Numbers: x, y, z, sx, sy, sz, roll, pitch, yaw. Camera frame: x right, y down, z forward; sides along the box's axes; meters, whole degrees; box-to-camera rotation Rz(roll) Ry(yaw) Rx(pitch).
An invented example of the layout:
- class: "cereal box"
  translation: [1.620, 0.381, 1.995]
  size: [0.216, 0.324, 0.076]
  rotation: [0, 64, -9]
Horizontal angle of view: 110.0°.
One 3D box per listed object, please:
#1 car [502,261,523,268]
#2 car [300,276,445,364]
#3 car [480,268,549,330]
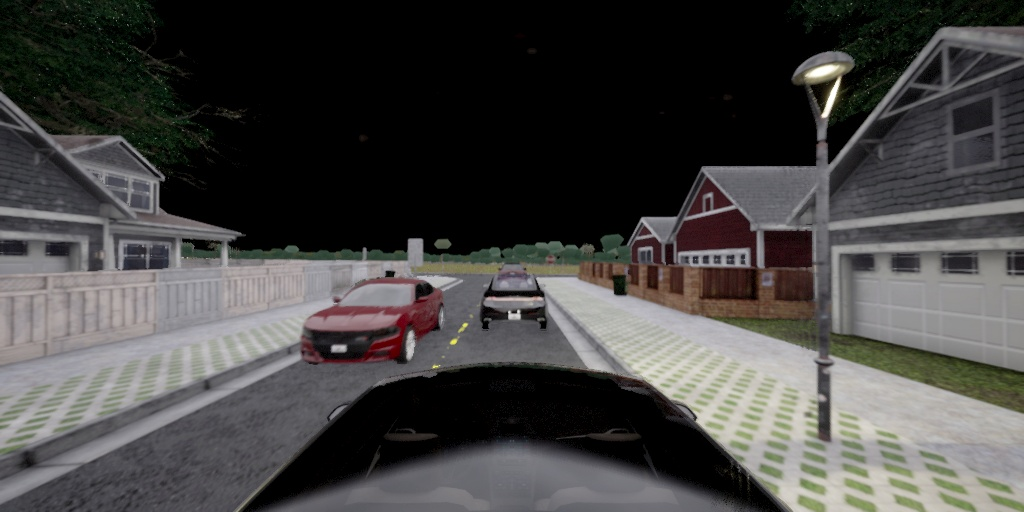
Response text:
- class: "car"
  translation: [0.034, 1.280, 26.667]
  size: [2.097, 1.767, 4.553]
  rotation: [0, 0, 0]
- class: "car"
  translation: [-2.860, 1.273, 8.423]
  size: [1.882, 1.535, 5.008]
  rotation: [0, 0, 0]
- class: "car"
  translation: [0.066, 1.308, 11.331]
  size: [2.128, 1.511, 4.902]
  rotation: [0, 0, 0]
